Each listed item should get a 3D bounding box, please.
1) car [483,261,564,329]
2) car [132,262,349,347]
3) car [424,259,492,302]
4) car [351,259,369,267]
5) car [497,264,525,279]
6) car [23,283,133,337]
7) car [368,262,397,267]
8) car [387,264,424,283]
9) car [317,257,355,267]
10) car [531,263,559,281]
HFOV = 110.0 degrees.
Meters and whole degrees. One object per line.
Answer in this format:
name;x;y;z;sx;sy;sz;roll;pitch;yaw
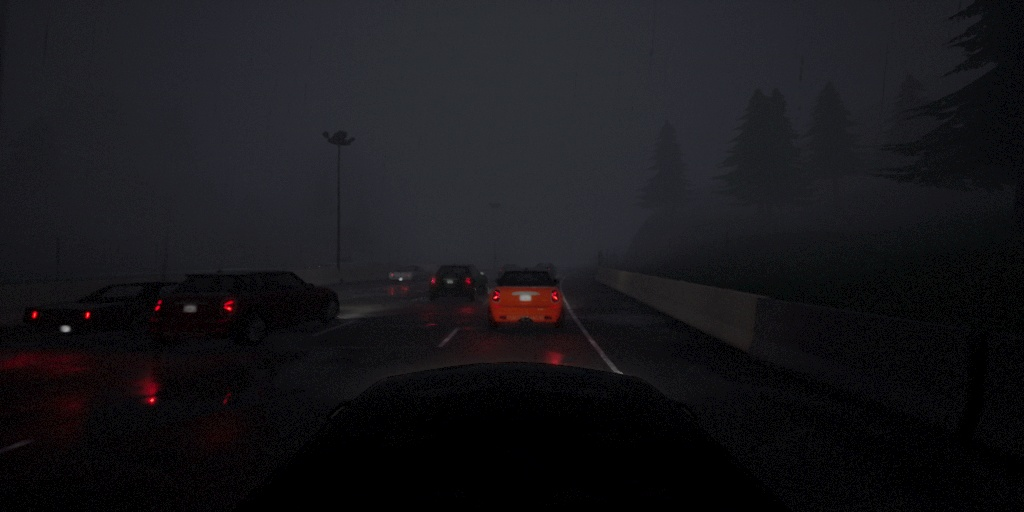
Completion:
car;0.495;1.154;11.688;2.097;1.767;4.553;0;0;3
car;-6.640;1.139;9.646;2.097;1.767;4.553;0;0;3
car;-2.526;1.185;17.927;2.097;1.767;4.553;0;0;5
car;-18.978;1.509;48.083;1.812;1.442;4.674;0;0;13
car;-0.053;1.493;35.436;1.994;1.385;4.181;0;0;11
car;-10.109;1.391;10.434;1.895;1.301;4.718;0;0;3
car;-15.878;1.576;46.056;1.895;1.301;4.718;0;0;13
car;-8.158;1.493;29.589;1.895;1.301;4.718;0;0;9
car;-22.812;1.198;47.164;2.150;2.045;5.566;0;0;13
car;3.142;1.412;33.466;2.128;1.511;4.902;0;0;10
